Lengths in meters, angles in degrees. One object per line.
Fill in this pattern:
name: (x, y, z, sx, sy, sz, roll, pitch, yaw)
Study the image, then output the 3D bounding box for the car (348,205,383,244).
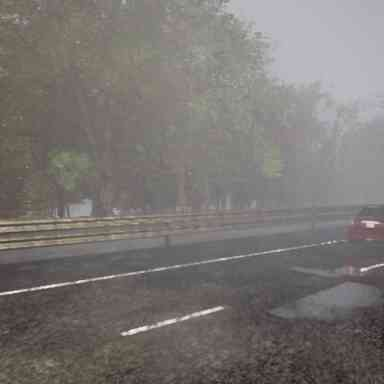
car: (8.798, 1.343, 14.446, 4.553, 1.767, 2.097, 0, 0, -36)
